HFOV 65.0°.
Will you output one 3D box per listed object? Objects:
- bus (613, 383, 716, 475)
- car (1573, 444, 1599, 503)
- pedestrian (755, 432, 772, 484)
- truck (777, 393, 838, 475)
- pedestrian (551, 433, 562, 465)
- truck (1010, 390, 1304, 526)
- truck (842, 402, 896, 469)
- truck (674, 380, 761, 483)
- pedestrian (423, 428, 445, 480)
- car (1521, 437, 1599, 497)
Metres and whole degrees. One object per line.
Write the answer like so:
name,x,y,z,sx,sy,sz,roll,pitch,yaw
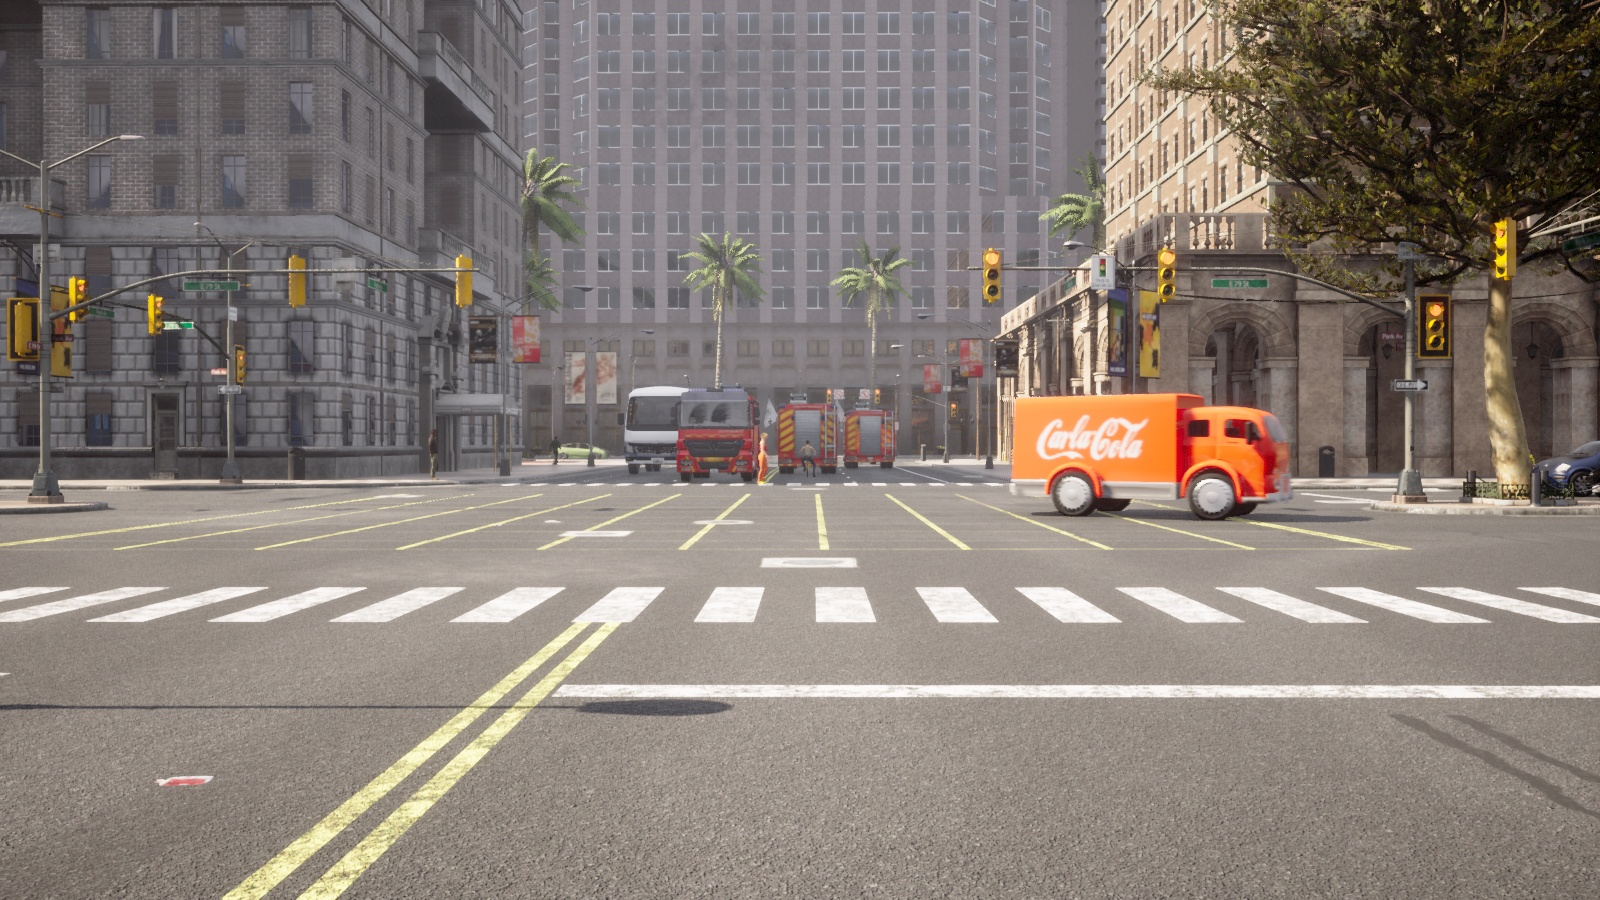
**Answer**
bus,-6.609,-0.992,63.171,3.944,4.253,10.273,0,0,1
car,22.365,0.587,31.353,4.792,1.488,2.163,0,0,2
pedestrian,-1.296,0.283,44.476,0.594,1.836,0.345,0,0,4
truck,0.391,-0.775,63.232,2.891,3.827,8.468,0,0,0
pedestrian,-14.867,-0.041,76.582,0.423,1.949,0.788,0,0,9
truck,7.195,0.122,25.415,5.204,2.467,2.627,0,1,32
truck,4.085,-0.844,76.003,2.891,3.827,8.468,0,0,1
truck,-3.188,-0.708,50.807,2.891,3.827,8.468,0,0,0
pedestrian,-13.169,0.137,45.204,0.703,1.840,0.431,0,0,-5
car,22.559,0.466,34.883,3.988,1.617,1.851,0,0,1
